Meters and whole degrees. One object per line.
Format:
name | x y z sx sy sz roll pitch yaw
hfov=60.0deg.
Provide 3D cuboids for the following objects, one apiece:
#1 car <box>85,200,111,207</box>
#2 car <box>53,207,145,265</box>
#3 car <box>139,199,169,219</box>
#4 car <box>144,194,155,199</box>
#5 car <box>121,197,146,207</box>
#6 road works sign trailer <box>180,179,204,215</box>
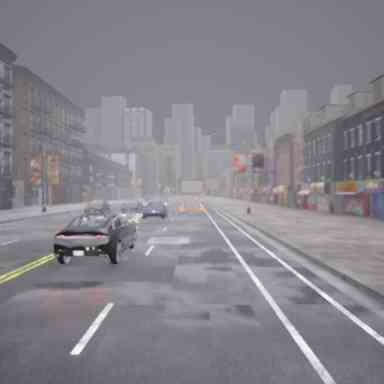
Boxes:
car | -9.847 1.542 35.041 1.812 1.442 4.674 0 0 0
car | -3.152 1.487 11.666 2.128 1.511 4.902 0 0 0
car | -3.155 1.571 29.415 1.994 1.385 4.181 0 0 0
car | -9.760 1.177 75.656 2.097 1.767 4.553 0 0 0
car | -6.596 1.545 36.769 1.812 1.442 4.674 0 0 0
road works sign trailer | -0.005 0.479 34.079 2.380 3.560 2.880 0 0 0
